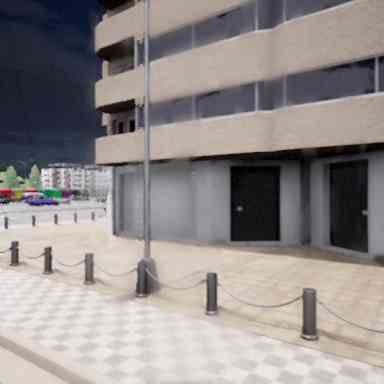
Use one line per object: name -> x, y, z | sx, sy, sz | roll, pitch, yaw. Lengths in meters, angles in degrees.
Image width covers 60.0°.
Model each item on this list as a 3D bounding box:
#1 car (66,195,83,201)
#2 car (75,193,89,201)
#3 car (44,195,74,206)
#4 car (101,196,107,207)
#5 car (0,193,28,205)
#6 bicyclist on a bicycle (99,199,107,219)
car -> -30.539, 1.569, 86.761 | 1.970, 1.475, 3.806 | 0, 0, 35
car -> -28.180, 1.325, 85.084 | 1.905, 1.878, 3.866 | 0, 0, 35
car -> -24.396, 1.537, 61.090 | 1.970, 1.475, 3.806 | 0, 0, 35
car -> -9.962, 1.589, 47.497 | 1.882, 1.535, 5.008 | 0, 0, 35
car -> -38.258, 1.321, 70.753 | 1.932, 1.855, 4.605 | 0, 0, 35
bicyclist on a bicycle -> -6.891, 1.389, 26.642 | 1.656, 1.620, 0.582 | 0, 0, 35
